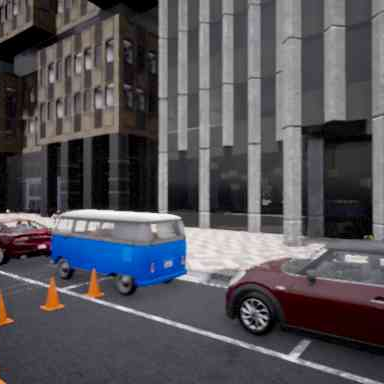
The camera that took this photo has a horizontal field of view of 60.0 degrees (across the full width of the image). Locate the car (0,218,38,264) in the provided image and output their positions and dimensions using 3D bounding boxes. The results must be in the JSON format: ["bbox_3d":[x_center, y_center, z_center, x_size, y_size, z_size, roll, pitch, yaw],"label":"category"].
[{"bbox_3d":[-6.587,1.608,11.921,4.507,1.381,1.887,0,-1,36],"label":"car"}]

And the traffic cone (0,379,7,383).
[{"bbox_3d":[-2.339,1.977,3.822,0.340,0.580,0.340,0,-1,36],"label":"traffic cone"}]

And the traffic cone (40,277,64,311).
[{"bbox_3d":[-2.778,1.995,6.616,0.340,0.580,0.340,0,0,36],"label":"traffic cone"}]

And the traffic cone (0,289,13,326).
[{"bbox_3d":[-3.367,1.987,5.808,0.340,0.580,0.340,0,-1,36],"label":"traffic cone"}]

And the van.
[{"bbox_3d":[-2.031,1.397,8.603,3.998,1.788,1.690,0,-1,36],"label":"van"}]

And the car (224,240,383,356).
[{"bbox_3d":[2.524,1.488,5.282,4.097,1.590,1.967,0,-1,36],"label":"car"}]

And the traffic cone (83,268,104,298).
[{"bbox_3d":[-2.189,2.003,7.424,0.340,0.580,0.340,0,0,36],"label":"traffic cone"}]
